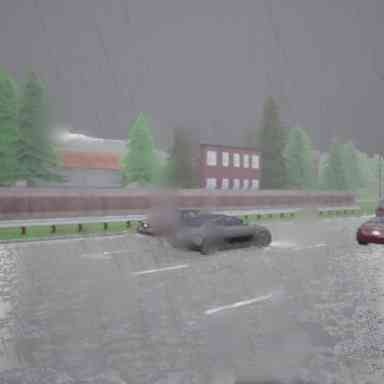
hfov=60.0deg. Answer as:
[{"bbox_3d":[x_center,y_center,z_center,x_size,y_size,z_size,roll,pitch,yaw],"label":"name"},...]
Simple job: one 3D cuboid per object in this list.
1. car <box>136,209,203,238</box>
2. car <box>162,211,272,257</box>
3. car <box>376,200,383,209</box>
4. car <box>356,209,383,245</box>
[{"bbox_3d":[-0.067,1.574,16.596,5.357,1.411,2.033,0,0,-35],"label":"car"},{"bbox_3d":[1.221,1.588,13.215,4.181,1.385,1.994,0,0,-35],"label":"car"},{"bbox_3d":[18.479,1.441,29.937,4.553,1.767,2.097,0,0,-37],"label":"car"},{"bbox_3d":[9.001,1.607,14.464,4.181,1.385,1.994,0,0,-35],"label":"car"}]
